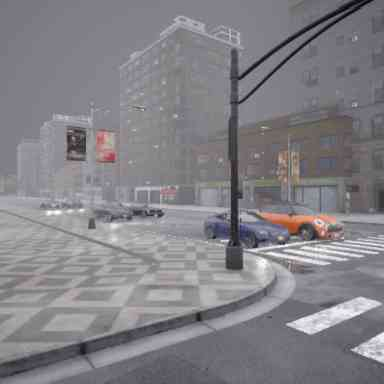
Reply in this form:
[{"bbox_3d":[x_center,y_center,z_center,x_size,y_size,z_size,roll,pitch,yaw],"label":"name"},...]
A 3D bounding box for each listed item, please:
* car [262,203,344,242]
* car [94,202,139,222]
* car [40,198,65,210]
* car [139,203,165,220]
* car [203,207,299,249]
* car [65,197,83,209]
[{"bbox_3d":[5.240,1.386,16.899,2.097,1.767,4.553,0,0,-36],"label":"car"},{"bbox_3d":[-6.571,1.599,27.598,1.837,1.490,4.892,0,0,-36],"label":"car"},{"bbox_3d":[-19.428,1.649,45.400,2.128,1.511,4.902,0,0,-36],"label":"car"},{"bbox_3d":[-4.355,1.698,30.075,1.895,1.301,4.718,0,0,-36],"label":"car"},{"bbox_3d":[2.276,1.561,15.066,1.812,1.442,4.674,0,0,-32],"label":"car"},{"bbox_3d":[-17.310,1.507,48.023,2.097,1.767,4.553,0,0,-36],"label":"car"}]
